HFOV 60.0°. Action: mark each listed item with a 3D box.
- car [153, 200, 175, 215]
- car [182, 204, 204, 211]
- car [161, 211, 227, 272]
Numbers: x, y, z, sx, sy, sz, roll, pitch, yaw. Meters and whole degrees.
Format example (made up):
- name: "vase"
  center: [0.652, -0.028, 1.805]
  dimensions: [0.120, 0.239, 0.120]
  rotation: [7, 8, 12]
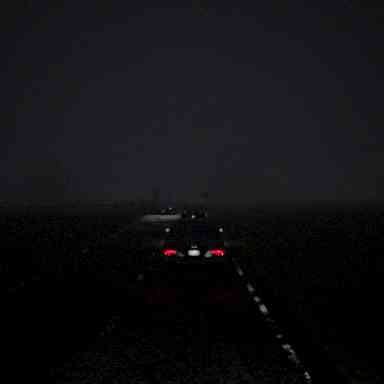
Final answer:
- name: "car"
  center: [-2.826, 1.601, 34.930]
  dimensions: [1.812, 1.442, 4.674]
  rotation: [0, 0, 0]
- name: "car"
  center: [0.087, 1.662, 28.620]
  dimensions: [1.895, 1.301, 4.718]
  rotation: [0, 0, 0]
- name: "car"
  center: [0.067, 1.570, 10.813]
  dimensions: [2.033, 1.411, 5.357]
  rotation: [0, 0, 0]
